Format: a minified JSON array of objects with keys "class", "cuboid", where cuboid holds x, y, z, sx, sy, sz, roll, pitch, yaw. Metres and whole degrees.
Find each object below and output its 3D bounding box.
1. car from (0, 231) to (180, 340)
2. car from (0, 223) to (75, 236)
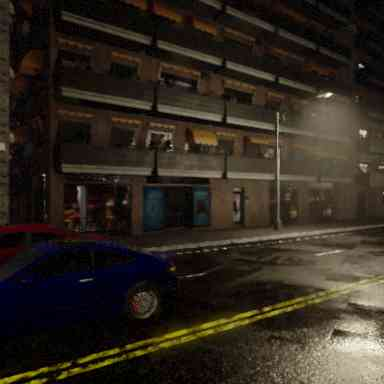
[{"class":"car","cuboid":[-2.418,1.601,5.927,4.674,1.442,1.812,1,-1,-35]},{"class":"car","cuboid":[-4.555,1.582,8.388,5.008,1.535,1.882,1,-1,-35]}]
